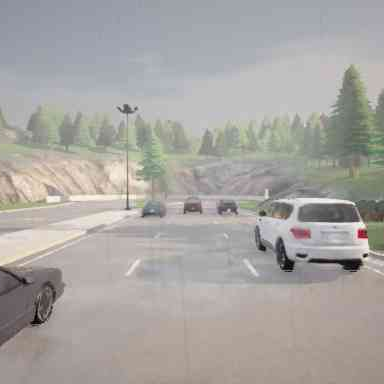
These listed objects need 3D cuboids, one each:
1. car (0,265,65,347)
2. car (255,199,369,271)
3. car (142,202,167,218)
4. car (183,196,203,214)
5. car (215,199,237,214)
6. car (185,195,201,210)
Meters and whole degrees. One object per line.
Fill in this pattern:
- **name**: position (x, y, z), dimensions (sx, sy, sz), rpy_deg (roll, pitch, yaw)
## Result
- **car**: position (-3.400, 1.547, 4.051), dimensions (2.033, 1.411, 5.357), rpy_deg (0, 0, 0)
- **car**: position (3.601, 1.222, 11.033), dimensions (2.150, 2.045, 5.566), rpy_deg (0, 0, 0)
- **car**: position (-3.400, 1.564, 30.590), dimensions (1.994, 1.385, 4.181), rpy_deg (0, 0, 0)
- **car**: position (0.092, 1.478, 35.264), dimensions (1.882, 1.535, 5.008), rpy_deg (0, 0, 0)
- **car**: position (3.600, 1.503, 34.803), dimensions (1.837, 1.490, 4.892), rpy_deg (0, 0, 0)
- **car**: position (0.190, 1.352, 44.493), dimensions (2.097, 1.767, 4.553), rpy_deg (0, 0, 1)
